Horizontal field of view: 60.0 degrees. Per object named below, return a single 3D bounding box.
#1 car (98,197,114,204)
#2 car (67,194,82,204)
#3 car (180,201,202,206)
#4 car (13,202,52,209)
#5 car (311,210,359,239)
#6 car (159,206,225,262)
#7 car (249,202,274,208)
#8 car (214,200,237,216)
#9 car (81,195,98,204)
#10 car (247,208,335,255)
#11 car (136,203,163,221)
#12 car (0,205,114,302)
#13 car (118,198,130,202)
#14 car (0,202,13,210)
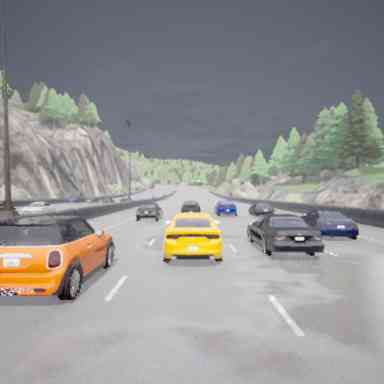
[{"bbox_3d":[-17.928,1.798,70.741,1.994,1.385,4.181,0,0,0],"label":"car"},{"bbox_3d":[-24.932,1.483,71.293,2.150,2.045,5.566,0,0,0],"label":"car"},{"bbox_3d":[-0.098,1.621,32.742,1.837,1.490,4.892,0,0,0],"label":"car"},{"bbox_3d":[-14.281,1.640,30.990,1.812,1.442,4.674,0,0,0],"label":"car"},{"bbox_3d":[6.994,1.625,17.638,1.994,1.385,4.181,0,0,0],"label":"car"},{"bbox_3d":[0.021,1.522,12.363,1.882,1.535,5.008,0,0,0],"label":"car"},{"bbox_3d":[6.900,1.680,33.118,1.994,1.385,4.181,0,0,0],"label":"car"},{"bbox_3d":[3.395,1.598,34.140,1.882,1.535,5.008,0,0,0],"label":"car"},{"bbox_3d":[-21.432,1.782,71.343,2.128,1.511,4.902,0,0,0],"label":"car"},{"bbox_3d":[3.520,1.594,13.435,2.033,1.411,5.357,0,0,0],"label":"car"},{"bbox_3d":[-3.572,1.649,28.295,2.033,1.411,5.357,0,0,0],"label":"car"},{"bbox_3d":[-3.464,1.383,8.523,2.097,1.767,4.553,0,0,0],"label":"car"},{"bbox_3d":[-14.432,1.850,71.356,1.895,1.301,4.718,0,0,0],"label":"car"},{"bbox_3d":[-17.773,1.588,29.549,1.882,1.535,5.008,0,0,0],"label":"car"}]
